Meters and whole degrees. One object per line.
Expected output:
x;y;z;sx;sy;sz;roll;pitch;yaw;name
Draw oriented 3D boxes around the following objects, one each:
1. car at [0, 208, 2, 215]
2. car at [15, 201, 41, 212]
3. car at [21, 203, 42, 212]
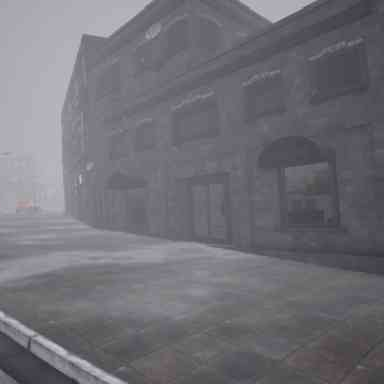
-23.904;2.050;38.546;1.837;1.490;4.892;-3;0;-6;car
-25.095;2.117;50.932;2.097;1.767;4.553;-3;-1;-4;car
-29.260;2.734;60.766;1.812;1.442;4.674;-3;-1;-4;car
